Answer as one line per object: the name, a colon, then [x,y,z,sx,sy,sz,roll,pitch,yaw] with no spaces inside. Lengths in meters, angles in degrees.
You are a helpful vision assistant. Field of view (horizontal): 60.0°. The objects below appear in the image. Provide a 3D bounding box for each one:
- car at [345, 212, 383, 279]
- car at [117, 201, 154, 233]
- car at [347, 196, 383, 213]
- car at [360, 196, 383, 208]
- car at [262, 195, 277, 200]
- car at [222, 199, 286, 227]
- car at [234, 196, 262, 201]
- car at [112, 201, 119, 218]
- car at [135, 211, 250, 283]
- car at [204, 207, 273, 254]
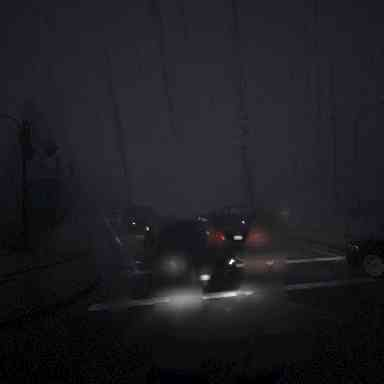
car: [6.531,1.475,8.238,5.008,1.535,1.882,0,0,39]
car: [-3.101,1.529,19.945,2.033,1.411,5.357,0,0,-17]
car: [15.598,1.356,29.196,1.970,1.475,3.806,0,0,-17]
car: [23.911,1.274,43.180,1.845,1.501,3.633,0,0,-17]
car: [10.355,1.277,47.111,2.152,1.636,5.027,0,0,-17]
car: [2.849,1.467,19.895,5.357,1.411,2.033,-3,1,-15]
car: [7.366,1.287,46.156,2.007,1.523,4.514,0,0,-17]
car: [-6.258,1.515,30.098,2.033,1.411,5.357,0,0,-17]
car: [-0.371,1.543,10.110,2.033,1.411,5.357,0,0,-15]
car: [1.351,1.538,13.389,2.033,1.411,5.357,0,0,-4]
